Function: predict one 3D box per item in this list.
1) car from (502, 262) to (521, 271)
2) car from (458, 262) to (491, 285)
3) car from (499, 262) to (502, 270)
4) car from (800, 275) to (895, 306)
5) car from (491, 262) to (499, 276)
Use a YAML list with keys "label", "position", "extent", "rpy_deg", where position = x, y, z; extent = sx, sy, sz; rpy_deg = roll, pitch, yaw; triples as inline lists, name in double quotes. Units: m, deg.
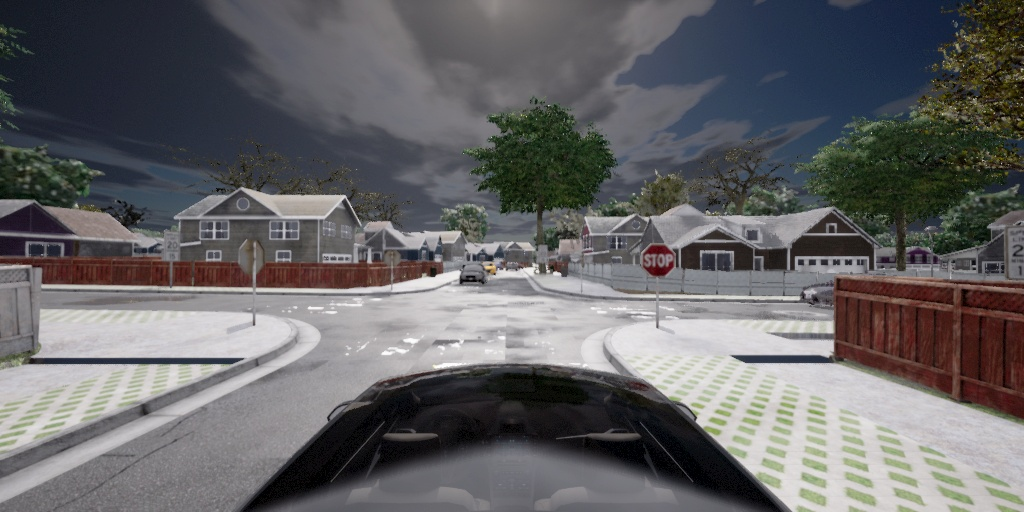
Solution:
- label: "car"
  position: [-0.020, 1.654, 58.192]
  extent: [2.128, 1.511, 4.902]
  rpy_deg: [0, -1, 1]
- label: "car"
  position: [-2.863, 1.363, 27.245]
  extent: [1.837, 1.490, 4.892]
  rpy_deg: [0, -1, 0]
- label: "car"
  position: [-2.612, 1.730, 61.951]
  extent: [1.812, 1.442, 4.674]
  rpy_deg: [0, -1, 4]
- label: "car"
  position: [15.679, 1.590, 16.001]
  extent: [4.902, 1.511, 2.128]
  rpy_deg: [1, -1, -1]
- label: "car"
  position: [-2.864, 1.481, 42.360]
  extent: [1.882, 1.535, 5.008]
  rpy_deg: [0, -1, 0]
